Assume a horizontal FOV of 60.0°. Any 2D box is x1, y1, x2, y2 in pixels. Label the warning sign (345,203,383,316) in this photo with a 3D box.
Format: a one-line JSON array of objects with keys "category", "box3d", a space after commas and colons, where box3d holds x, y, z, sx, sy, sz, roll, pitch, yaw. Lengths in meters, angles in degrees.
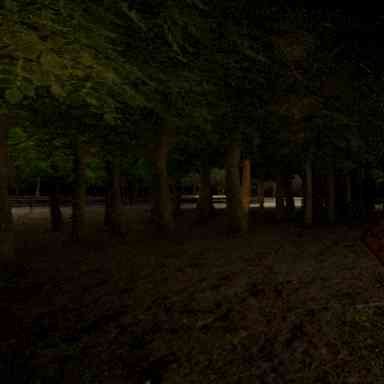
[{"category": "warning sign", "box3d": [3.633, 1.157, 5.911, 1.060, 1.860, 1.300, 1, 0, -36]}]
